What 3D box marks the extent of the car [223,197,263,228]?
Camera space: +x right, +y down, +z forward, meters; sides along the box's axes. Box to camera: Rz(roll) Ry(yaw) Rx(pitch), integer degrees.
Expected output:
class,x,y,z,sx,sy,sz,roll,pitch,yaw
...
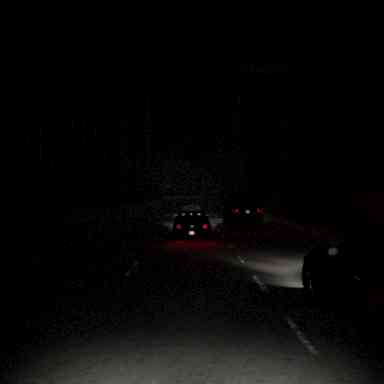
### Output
class,x,y,z,sx,sy,sz,roll,pitch,yaw
car,3.458,1.344,23.365,2.150,2.045,5.566,0,0,0

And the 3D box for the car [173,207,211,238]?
class,x,y,z,sx,sy,sz,roll,pitch,yaw
car,-0.011,1.700,18.208,1.895,1.301,4.718,0,0,0

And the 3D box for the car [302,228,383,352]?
class,x,y,z,sx,sy,sz,roll,pitch,yaw
car,3.525,1.380,5.665,2.097,1.767,4.553,0,0,0

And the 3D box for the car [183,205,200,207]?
class,x,y,z,sx,sy,sz,roll,pitch,yaw
car,-0.071,1.752,27.738,1.895,1.301,4.718,0,0,0
